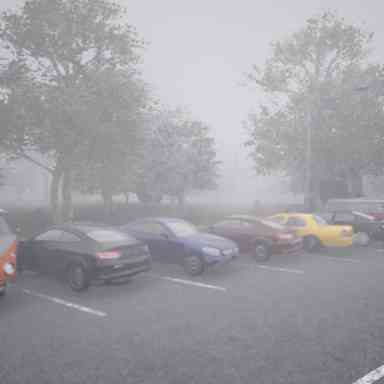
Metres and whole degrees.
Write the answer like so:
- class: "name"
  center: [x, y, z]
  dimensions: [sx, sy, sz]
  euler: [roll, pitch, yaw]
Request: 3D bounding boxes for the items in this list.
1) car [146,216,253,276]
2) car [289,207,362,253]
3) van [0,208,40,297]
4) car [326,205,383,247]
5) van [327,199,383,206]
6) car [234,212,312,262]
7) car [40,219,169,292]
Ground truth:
- class: "car"
  center: [-0.726, 1.560, 10.619]
  dimensions: [4.674, 1.452, 2.002]
  euler: [0, -1, 35]
- class: "car"
  center: [3.970, 1.556, 14.123]
  dimensions: [5.366, 1.575, 1.946]
  euler: [-1, -1, 35]
- class: "van"
  center: [-5.480, 1.254, 7.160]
  dimensions: [4.442, 1.987, 1.878]
  euler: [-1, -1, 34]
- class: "car"
  center: [6.576, 1.573, 15.687]
  dimensions: [5.008, 1.535, 2.097]
  euler: [-1, -1, 35]
- class: "van"
  center: [8.932, 1.363, 17.430]
  dimensions: [4.442, 1.987, 1.878]
  euler: [-1, -1, 36]
- class: "car"
  center: [1.684, 1.580, 12.317]
  dimensions: [4.674, 1.452, 2.002]
  euler: [-1, -1, 35]
- class: "car"
  center: [-3.154, 1.541, 8.936]
  dimensions: [4.674, 1.452, 2.002]
  euler: [-1, -1, 35]
